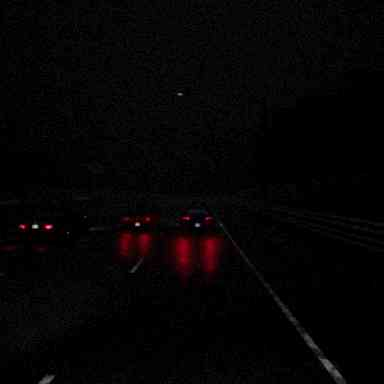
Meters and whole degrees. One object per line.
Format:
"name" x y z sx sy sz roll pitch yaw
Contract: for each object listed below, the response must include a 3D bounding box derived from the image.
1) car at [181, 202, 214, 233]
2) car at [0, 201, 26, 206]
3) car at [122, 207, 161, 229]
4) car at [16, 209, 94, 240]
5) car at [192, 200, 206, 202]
"car" 0.324 1.547 19.628 1.812 1.442 4.674 0 0 1
"car" -17.093 1.558 31.598 1.812 1.442 4.674 0 0 2
"car" -3.140 1.623 21.697 1.895 1.301 4.718 0 0 1
"car" -6.743 1.561 17.022 2.033 1.411 5.357 0 0 2
"car" 0.735 1.552 35.428 2.128 1.511 4.902 0 0 1
